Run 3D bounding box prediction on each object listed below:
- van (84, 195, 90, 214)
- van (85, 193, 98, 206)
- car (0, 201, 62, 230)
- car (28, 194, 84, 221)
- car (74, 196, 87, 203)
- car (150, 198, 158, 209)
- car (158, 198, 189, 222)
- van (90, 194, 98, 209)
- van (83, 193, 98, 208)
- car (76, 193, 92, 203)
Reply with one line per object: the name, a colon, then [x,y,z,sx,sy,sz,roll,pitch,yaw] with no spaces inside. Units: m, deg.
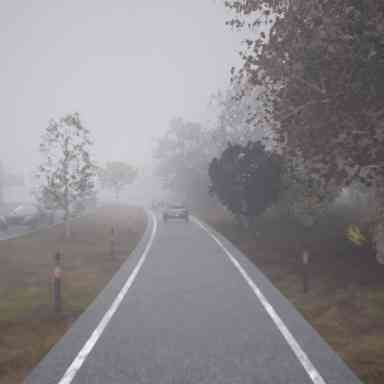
van: [-11.103,1.166,31.348,1.878,1.987,4.442,1,-1,-10]
van: [-16.025,1.212,53.139,1.878,1.987,4.442,1,-1,-16]
car: [-9.868,1.450,20.354,2.002,1.452,4.674,1,-1,-5]
car: [-10.391,1.150,25.891,2.435,2.045,5.566,1,-1,-9]
car: [-26.602,1.754,79.103,2.231,1.521,4.892,2,-2,-28]
car: [-4.305,1.480,42.760,1.895,1.301,4.718,0,0,-12]
car: [-1.363,1.437,25.818,2.128,1.511,4.902,0,0,-7]
van: [-13.150,1.168,42.345,1.878,1.987,4.442,1,-1,-15]
van: [-14.498,1.184,47.760,1.878,1.987,4.442,1,-1,-16]
car: [-24.095,1.416,74.071,2.435,2.045,5.566,2,-2,-25]
